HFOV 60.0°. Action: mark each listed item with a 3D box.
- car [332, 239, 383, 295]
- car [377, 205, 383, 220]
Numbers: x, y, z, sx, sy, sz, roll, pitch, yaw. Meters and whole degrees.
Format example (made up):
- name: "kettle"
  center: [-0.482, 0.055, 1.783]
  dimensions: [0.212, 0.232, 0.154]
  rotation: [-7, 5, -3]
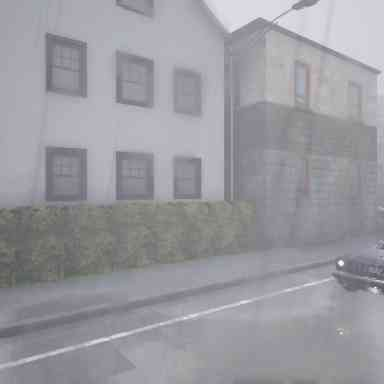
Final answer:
- name: "car"
  center: [5.355, 1.601, 7.718]
  dimensions: [4.718, 1.301, 1.895]
  rotation: [0, 0, -35]
- name: "car"
  center: [14.300, 1.702, 26.118]
  dimensions: [1.812, 1.442, 4.674]
  rotation: [0, 0, -38]
